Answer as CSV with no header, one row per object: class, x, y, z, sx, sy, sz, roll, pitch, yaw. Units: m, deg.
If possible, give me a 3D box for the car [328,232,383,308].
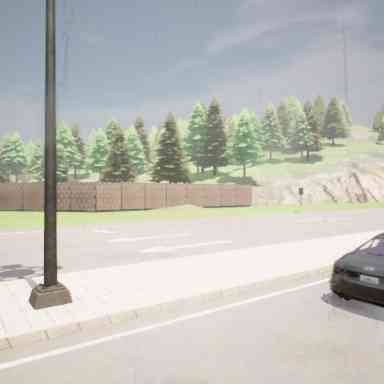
car,4.854,1.562,7.207,4.181,1.385,1.994,0,0,-35
